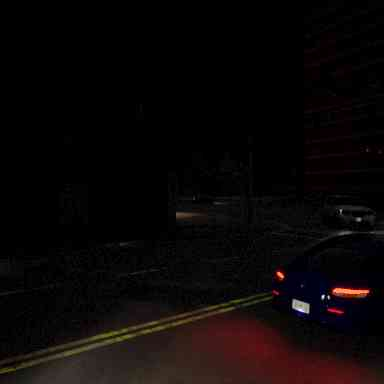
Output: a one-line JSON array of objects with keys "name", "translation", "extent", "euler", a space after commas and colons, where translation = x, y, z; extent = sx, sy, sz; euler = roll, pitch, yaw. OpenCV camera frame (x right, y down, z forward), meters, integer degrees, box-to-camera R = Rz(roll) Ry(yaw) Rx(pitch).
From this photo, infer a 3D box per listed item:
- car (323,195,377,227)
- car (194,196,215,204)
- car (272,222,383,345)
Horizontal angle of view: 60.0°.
[{"name": "car", "translation": [10.133, 1.221, 21.830], "extent": [2.150, 2.045, 5.566], "euler": [2, 0, 11]}, {"name": "car", "translation": [2.376, 1.535, 63.447], "extent": [4.181, 1.385, 1.994], "euler": [0, 0, -35]}, {"name": "car", "translation": [3.489, 1.526, 6.257], "extent": [4.674, 1.442, 1.812], "euler": [0, 0, -35]}]
